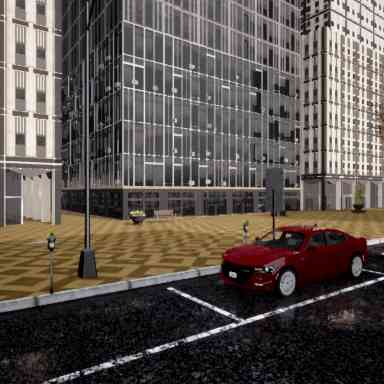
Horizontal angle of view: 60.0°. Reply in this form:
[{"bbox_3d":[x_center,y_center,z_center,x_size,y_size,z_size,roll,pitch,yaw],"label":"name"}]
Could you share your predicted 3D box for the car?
[{"bbox_3d":[2.716,1.545,8.505,4.507,1.381,1.887,0,0,-36],"label":"car"}]
